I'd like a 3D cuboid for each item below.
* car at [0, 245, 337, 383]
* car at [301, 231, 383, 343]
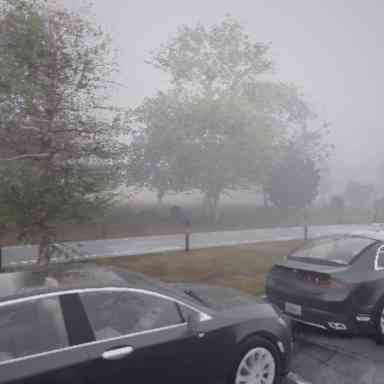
[{"bbox_3d":[-1.093,1.478,3.272,4.892,1.521,2.231,0,-3,-34],"label":"car"},{"bbox_3d":[3.555,1.494,6.380,4.892,1.521,2.231,0,-3,-33],"label":"car"}]
